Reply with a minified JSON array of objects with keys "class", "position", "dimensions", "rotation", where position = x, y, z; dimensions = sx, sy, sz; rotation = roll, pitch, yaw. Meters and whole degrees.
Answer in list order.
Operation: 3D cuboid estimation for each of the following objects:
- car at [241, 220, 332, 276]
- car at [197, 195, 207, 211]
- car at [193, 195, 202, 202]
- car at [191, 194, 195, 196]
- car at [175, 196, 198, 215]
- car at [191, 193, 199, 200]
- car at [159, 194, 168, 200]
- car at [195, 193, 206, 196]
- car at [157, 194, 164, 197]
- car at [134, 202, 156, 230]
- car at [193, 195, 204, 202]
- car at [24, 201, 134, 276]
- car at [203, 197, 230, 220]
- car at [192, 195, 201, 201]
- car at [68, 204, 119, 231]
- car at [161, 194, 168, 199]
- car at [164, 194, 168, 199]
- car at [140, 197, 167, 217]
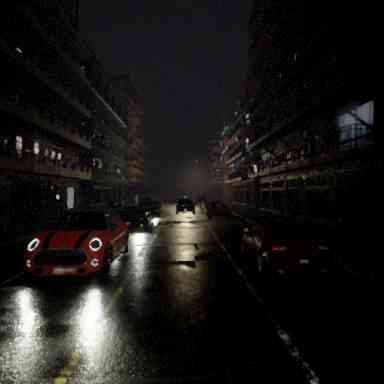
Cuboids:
[{"class":"car","position":[2.602,1.501,10.093],"dimensions":[1.887,1.381,4.507],"rotation":[0,0,-1]},{"class":"car","position":[1.855,1.399,38.662],"dimensions":[1.752,1.417,4.829],"rotation":[0,0,-1]},{"class":"car","position":[1.090,1.308,72.749],"dimensions":[1.752,1.417,4.829],"rotation":[0,0,-1]},{"class":"car","position":[-0.977,1.356,46.885],"dimensions":[2.128,1.511,4.902],"rotation":[0,0,-1]},{"class":"car","position":[-0.655,1.408,33.057],"dimensions":[1.837,1.490,4.892],"rotation":[0,0,-1]},{"class":"car","position":[0.711,1.181,89.622],"dimensions":[1.967,1.590,4.097],"rotation":[0,0,-1]},{"class":"car","position":[-7.667,1.350,89.431],"dimensions":[1.947,1.339,4.313],"rotation":[0,0,-1]},{"class":"car","position":[1.476,1.143,55.535],"dimensions":[2.192,1.841,5.009],"rotation":[0,0,-1]},{"class":"car","position":[-7.157,1.423,66.707],"dimensions":[1.802,1.307,4.206],"rotation":[0,0,-1]},{"class":"car","position":[-3.518,1.520,20.264],"dimensions":[1.994,1.385,4.181],"rotation":[0,0,-1]},{"class":"car","position":[1.221,1.349,66.898],"dimensions":[2.008,1.369,4.403],"rotation":[0,0,-1]},{"class":"car","position":[-3.302,1.337,10.383],"dimensions":[2.097,1.767,4.553],"rotation":[0,0,-1]},{"class":"car","position":[2.111,1.432,27.300],"dimensions":[1.752,1.417,4.829],"rotation":[0,0,-1]},{"class":"car","position":[0.966,1.314,78.260],"dimensions":[1.887,1.381,4.507],"rotation":[0,0,-1]},{"class":"car","position":[-6.135,1.517,21.258],"dimensions":[2.008,1.369,4.403],"rotation":[0,0,-1]},{"class":"car","position":[-7.795,1.315,95.112],"dimensions":[1.887,1.381,4.507],"rotation":[0,0,-1]},{"class":"car","position":[-7.412,1.378,78.069],"dimensions":[1.947,1.339,4.313],"rotation":[0,0,-1]},{"class":"car","position":[-3.714,1.473,30.822],"dimensions":[2.033,1.411,5.357],"rotation":[0,0,-1]}]
